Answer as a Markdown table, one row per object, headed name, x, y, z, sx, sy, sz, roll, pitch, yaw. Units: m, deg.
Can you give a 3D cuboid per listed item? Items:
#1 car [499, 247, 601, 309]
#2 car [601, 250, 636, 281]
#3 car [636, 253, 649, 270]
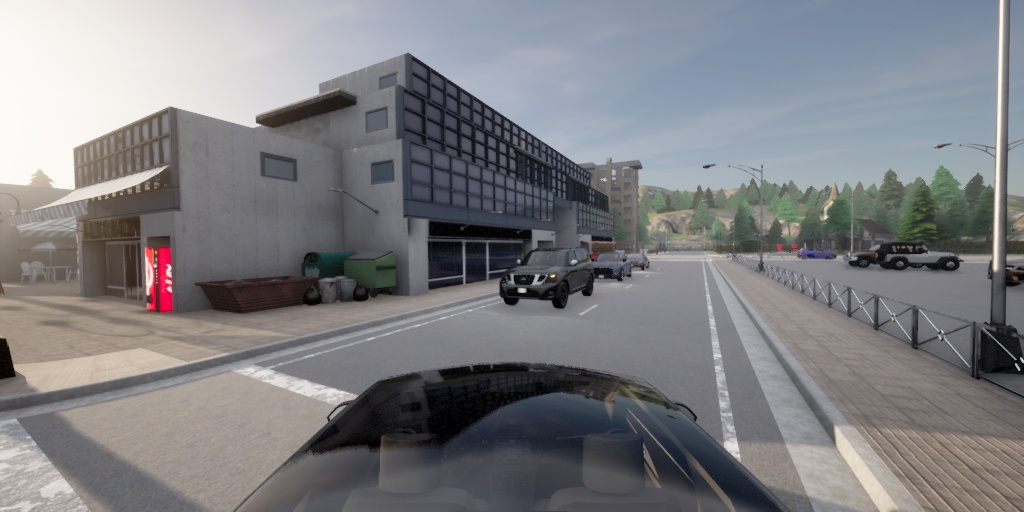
| name | x | y | z | sx | sy | sz | roll | pitch | yaw |
| --- | --- | --- | --- | --- | --- | --- | --- | --- | --- |
| car | 1.606 | 0.686 | 13.959 | 2.150 | 2.045 | 5.566 | 0 | 1 | 28 |
| car | 6.187 | 0.548 | 22.663 | 2.097 | 1.767 | 4.553 | 0 | 2 | 28 |
| car | 10.957 | 0.444 | 31.716 | 1.812 | 1.442 | 4.674 | 0 | 2 | 28 |
